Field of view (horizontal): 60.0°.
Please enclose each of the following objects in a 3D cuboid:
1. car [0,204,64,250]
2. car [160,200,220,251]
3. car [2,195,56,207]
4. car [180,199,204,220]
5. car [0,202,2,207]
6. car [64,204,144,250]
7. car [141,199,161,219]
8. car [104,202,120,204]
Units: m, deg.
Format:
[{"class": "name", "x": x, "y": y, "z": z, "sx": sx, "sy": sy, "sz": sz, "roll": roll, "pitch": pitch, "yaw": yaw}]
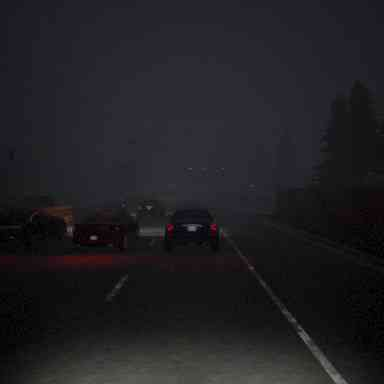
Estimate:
[{"class": "car", "x": -7.000, "y": 1.493, "z": 14.307, "sx": 2.128, "sy": 1.511, "sz": 4.902, "roll": 0, "pitch": 0, "yaw": 0}, {"class": "car", "x": 0.000, "y": 1.364, "z": 14.277, "sx": 2.097, "sy": 1.767, "sz": 4.553, "roll": 0, "pitch": 0, "yaw": 0}, {"class": "car", "x": -14.000, "y": 1.325, "z": 29.520, "sx": 2.150, "sy": 2.045, "sz": 5.566, "roll": 0, "pitch": 0, "yaw": 0}, {"class": "car", "x": 0.000, "y": 1.483, "z": 29.307, "sx": 1.882, "sy": 1.535, "sz": 5.008, "roll": 0, "pitch": 0, "yaw": 0}, {"class": "car", "x": -17.500, "y": 1.598, "z": 29.550, "sx": 1.994, "sy": 1.385, "sz": 4.181, "roll": 0, "pitch": 0, "yaw": 0}, {"class": "car", "x": -3.500, "y": 1.483, "z": 14.307, "sx": 1.882, "sy": 1.535, "sz": 5.008, "roll": 0, "pitch": 0, "yaw": 0}, {"class": "car", "x": -3.500, "y": 1.364, "z": 29.277, "sx": 2.097, "sy": 1.767, "sz": 4.553, "roll": 0, "pitch": 0, "yaw": 0}, {"class": "car", "x": -7.000, "y": 1.571, "z": 29.307, "sx": 1.994, "sy": 1.385, "sz": 4.181, "roll": 0, "pitch": 0, "yaw": 0}]
